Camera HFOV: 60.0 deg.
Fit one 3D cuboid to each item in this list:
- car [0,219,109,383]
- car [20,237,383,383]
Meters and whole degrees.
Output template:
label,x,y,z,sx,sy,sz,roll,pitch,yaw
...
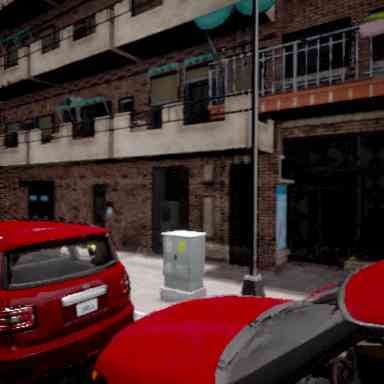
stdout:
label,x,y,z,sx,sy,sz,roll,pitch,yaw
car,-3.086,1.354,5.017,5.009,1.841,2.192,-1,1,36
car,1.525,1.313,1.725,5.009,1.841,2.192,-1,1,36
